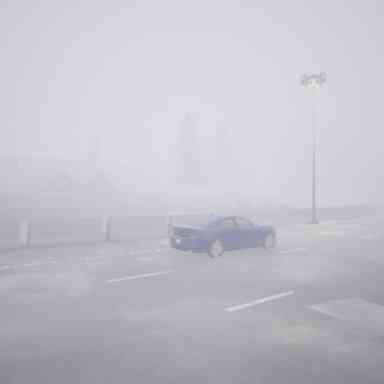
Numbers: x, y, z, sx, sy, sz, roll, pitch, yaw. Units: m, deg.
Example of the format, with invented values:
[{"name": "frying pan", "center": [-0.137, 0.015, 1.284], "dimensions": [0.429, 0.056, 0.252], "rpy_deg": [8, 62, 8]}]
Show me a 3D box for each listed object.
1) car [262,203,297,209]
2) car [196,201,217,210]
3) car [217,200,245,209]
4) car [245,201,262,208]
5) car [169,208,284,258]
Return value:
[{"name": "car", "center": [9.748, 2.007, 35.678], "dimensions": [1.994, 1.385, 4.181], "rpy_deg": [-1, -1, 45]}, {"name": "car", "center": [2.632, 1.999, 43.396], "dimensions": [1.882, 1.535, 5.008], "rpy_deg": [-1, -1, 44]}, {"name": "car", "center": [5.682, 1.855, 41.509], "dimensions": [2.097, 1.767, 4.553], "rpy_deg": [-1, -1, 44]}, {"name": "car", "center": [8.974, 2.037, 39.855], "dimensions": [2.033, 1.411, 5.357], "rpy_deg": [-1, -1, 43]}, {"name": "car", "center": [1.411, 1.644, 13.612], "dimensions": [5.008, 1.535, 1.882], "rpy_deg": [0, 0, -39]}]
